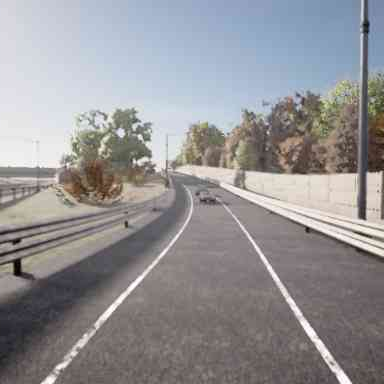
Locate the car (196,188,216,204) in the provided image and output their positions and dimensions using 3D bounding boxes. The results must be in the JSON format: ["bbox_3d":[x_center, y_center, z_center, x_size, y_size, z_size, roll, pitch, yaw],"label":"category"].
[{"bbox_3d":[1.764,0.614,39.870,1.895,1.301,4.718,0,4,-1],"label":"car"}]

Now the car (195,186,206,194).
[{"bbox_3d":[1.516,-0.196,50.702,1.994,1.385,4.181,0,5,-2],"label":"car"}]
